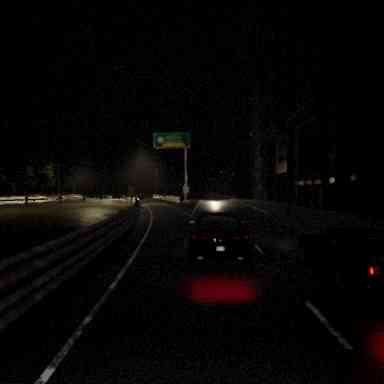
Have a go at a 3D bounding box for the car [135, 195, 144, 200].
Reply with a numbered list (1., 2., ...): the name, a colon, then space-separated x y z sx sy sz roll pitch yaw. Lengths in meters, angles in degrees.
1. car: -12.470 1.333 78.959 1.895 1.301 4.718 0 0 -13

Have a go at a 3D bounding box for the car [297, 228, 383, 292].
1. car: 4.284 1.593 8.810 1.895 1.301 4.718 0 0 2

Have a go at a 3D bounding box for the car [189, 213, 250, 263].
1. car: 0.922 1.472 11.993 1.882 1.535 5.008 0 0 2
